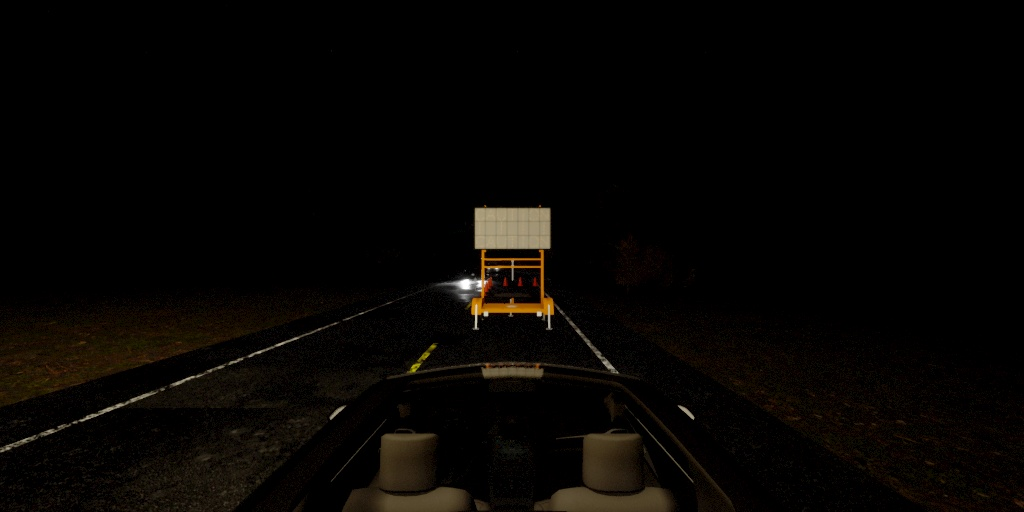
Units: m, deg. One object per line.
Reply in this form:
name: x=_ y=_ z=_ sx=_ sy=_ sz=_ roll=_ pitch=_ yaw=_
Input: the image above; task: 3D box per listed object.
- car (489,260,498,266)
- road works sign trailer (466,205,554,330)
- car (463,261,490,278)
car: x=-3.371 y=1.316 z=62.884 sx=1.812 sy=1.442 sz=4.674 roll=0 pitch=0 yaw=0
road works sign trailer: x=0.020 y=0.215 z=11.158 sx=2.380 sy=3.560 sz=2.880 roll=0 pitch=0 yaw=0
car: x=-3.432 y=1.362 z=33.840 sx=1.895 sy=1.301 sz=4.718 roll=0 pitch=0 yaw=0
